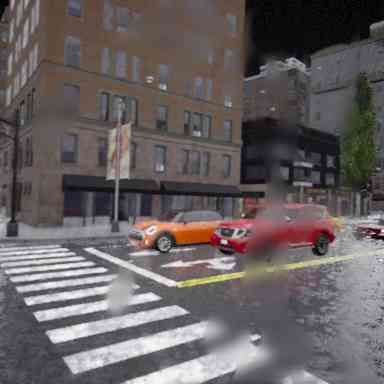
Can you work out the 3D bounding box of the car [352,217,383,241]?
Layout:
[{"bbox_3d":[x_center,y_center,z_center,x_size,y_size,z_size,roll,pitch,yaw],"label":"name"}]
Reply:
[{"bbox_3d":[11.207,2.161,19.128,4.718,1.301,1.895,2,-1,-37],"label":"car"}]

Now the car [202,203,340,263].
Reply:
[{"bbox_3d":[3.397,1.487,13.306,5.566,2.045,2.150,2,-1,-35],"label":"car"}]

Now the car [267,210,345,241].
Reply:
[{"bbox_3d":[6.931,1.931,19.994,5.008,1.535,1.882,2,-1,-37],"label":"car"}]

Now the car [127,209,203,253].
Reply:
[{"bbox_3d":[-0.481,1.527,14.525,4.553,1.767,2.097,2,-1,-35],"label":"car"}]
